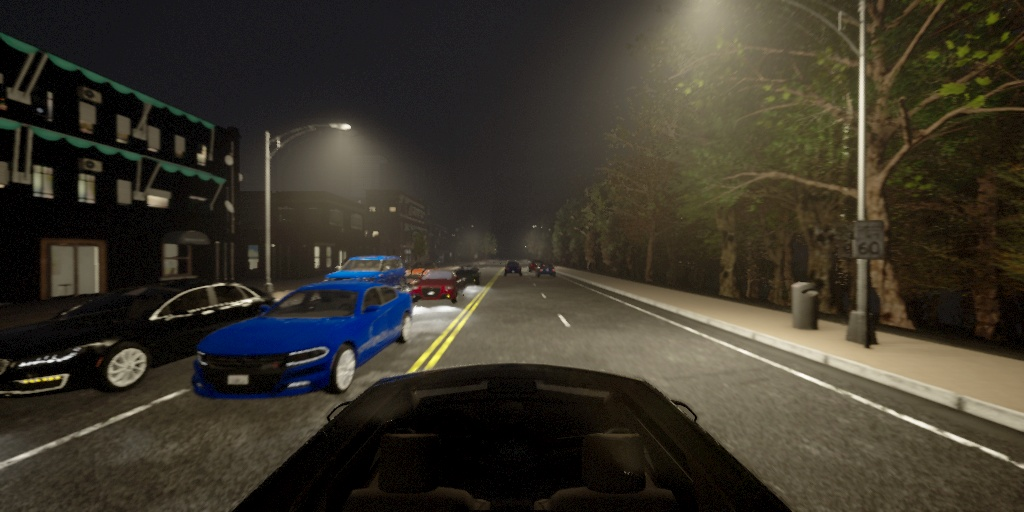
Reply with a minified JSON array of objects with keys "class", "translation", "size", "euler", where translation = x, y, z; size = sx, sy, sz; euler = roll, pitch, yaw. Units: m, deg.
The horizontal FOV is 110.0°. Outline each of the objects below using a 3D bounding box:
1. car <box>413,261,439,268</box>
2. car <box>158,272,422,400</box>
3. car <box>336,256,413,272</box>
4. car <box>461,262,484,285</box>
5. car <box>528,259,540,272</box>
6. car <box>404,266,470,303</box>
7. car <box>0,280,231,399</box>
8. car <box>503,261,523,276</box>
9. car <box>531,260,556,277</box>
[{"class":"car","translation":[-6.577,1.174,26.967],"size":[2.097,1.767,4.553],"euler":[0,0,0]},{"class":"car","translation":[-3.349,1.242,6.872],"size":[1.882,1.535,5.008],"euler":[0,0,0]},{"class":"car","translation":[-6.594,1.013,16.699],"size":[2.150,2.045,5.566],"euler":[0,0,0]},{"class":"car","translation":[-3.335,1.385,26.900],"size":[1.994,1.385,4.181],"euler":[0,0,0]},{"class":"car","translation":[3.290,1.230,47.940],"size":[2.097,1.767,4.553],"euler":[0,0,0]},{"class":"car","translation":[-3.346,1.357,16.835],"size":[1.994,1.385,4.181],"euler":[0,0,0]},{"class":"car","translation":[-6.595,1.270,6.811],"size":[1.837,1.490,4.892],"euler":[0,0,0]},{"class":"car","translation":[0.107,1.378,37.960],"size":[1.812,1.442,4.674],"euler":[0,0,0]},{"class":"car","translation":[3.368,1.396,36.652],"size":[2.033,1.411,5.357],"euler":[0,0,0]}]
